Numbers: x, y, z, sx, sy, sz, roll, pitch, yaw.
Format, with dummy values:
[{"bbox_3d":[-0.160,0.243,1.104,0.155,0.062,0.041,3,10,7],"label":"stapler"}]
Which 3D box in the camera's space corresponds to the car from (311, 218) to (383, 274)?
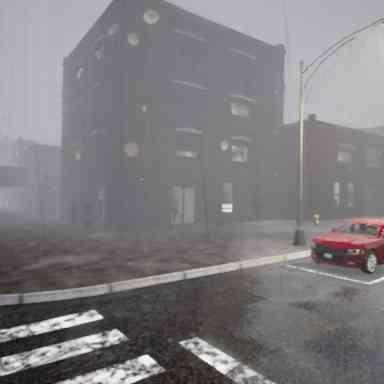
[{"bbox_3d":[5.676,1.559,10.688,4.507,1.381,1.887,0,1,-35],"label":"car"}]
